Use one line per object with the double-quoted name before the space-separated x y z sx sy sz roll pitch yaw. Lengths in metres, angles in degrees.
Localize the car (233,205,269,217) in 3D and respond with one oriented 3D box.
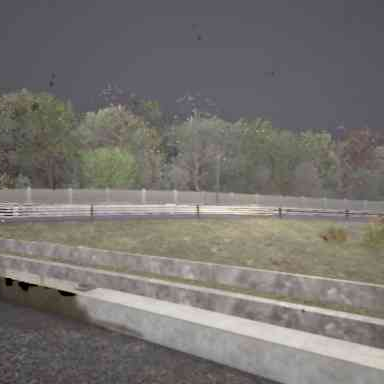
"car" 7.563 2.367 42.947 5.008 1.535 1.882 3 -2 -24
